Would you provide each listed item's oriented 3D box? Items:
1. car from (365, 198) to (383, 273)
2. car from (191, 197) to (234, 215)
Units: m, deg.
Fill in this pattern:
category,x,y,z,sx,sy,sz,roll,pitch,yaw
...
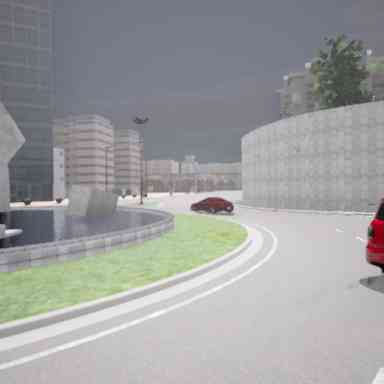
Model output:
category,x,y,z,sx,sy,sz,roll,pitch,yaw
car,6.736,1.035,7.877,5.566,2.045,2.150,-1,0,-22
car,1.740,1.171,29.452,1.812,1.442,4.674,-1,1,-34
